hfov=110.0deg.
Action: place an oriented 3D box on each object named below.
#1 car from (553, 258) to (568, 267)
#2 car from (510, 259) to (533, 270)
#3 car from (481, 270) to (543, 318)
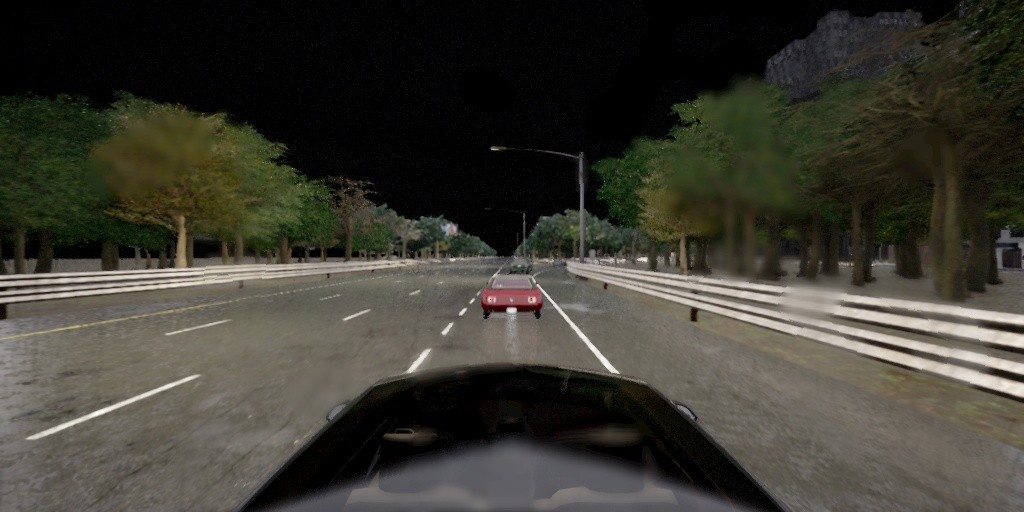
[{"bbox_3d":[8.913,1.183,64.552,2.128,1.511,4.902,0,0,27],"label":"car"},{"bbox_3d":[1.096,1.070,39.843,2.097,1.767,4.553,0,0,9],"label":"car"},{"bbox_3d":[-0.002,1.341,12.973,1.895,1.301,4.718,0,0,0],"label":"car"}]
